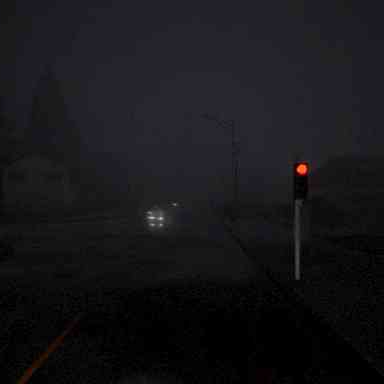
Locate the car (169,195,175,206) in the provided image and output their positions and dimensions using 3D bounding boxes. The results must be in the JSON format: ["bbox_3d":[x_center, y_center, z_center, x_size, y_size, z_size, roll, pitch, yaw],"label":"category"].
[{"bbox_3d":[-4.071,1.525,50.806,1.812,1.442,4.674,0,0,0],"label":"car"}]

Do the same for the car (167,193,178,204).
[{"bbox_3d":[-4.009,1.223,66.087,2.150,2.045,5.566,0,0,0],"label":"car"}]

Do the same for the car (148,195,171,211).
[{"bbox_3d":[-4.085,1.491,40.057,2.128,1.511,4.902,0,0,0],"label":"car"}]
